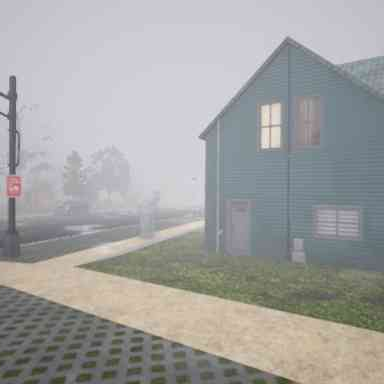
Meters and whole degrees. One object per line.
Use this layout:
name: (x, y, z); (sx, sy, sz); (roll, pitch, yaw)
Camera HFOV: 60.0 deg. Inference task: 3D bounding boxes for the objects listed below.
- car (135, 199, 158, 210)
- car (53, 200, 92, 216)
car: (-7.276, 1.995, 53.193); (2.097, 1.767, 4.553); (1, -1, 20)
car: (-13.141, 1.689, 36.726); (2.097, 1.767, 4.553); (1, -1, 19)
